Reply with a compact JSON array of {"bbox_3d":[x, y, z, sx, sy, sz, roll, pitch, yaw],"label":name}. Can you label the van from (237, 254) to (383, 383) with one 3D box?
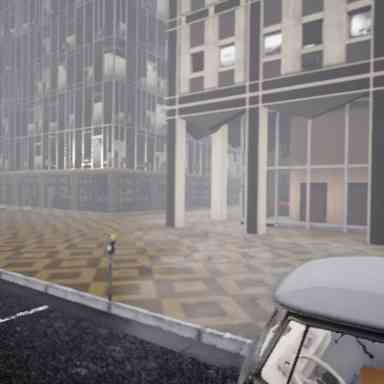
[{"bbox_3d":[2.062,1.345,1.419,3.998,1.788,1.690,1,1,35],"label":"van"}]
